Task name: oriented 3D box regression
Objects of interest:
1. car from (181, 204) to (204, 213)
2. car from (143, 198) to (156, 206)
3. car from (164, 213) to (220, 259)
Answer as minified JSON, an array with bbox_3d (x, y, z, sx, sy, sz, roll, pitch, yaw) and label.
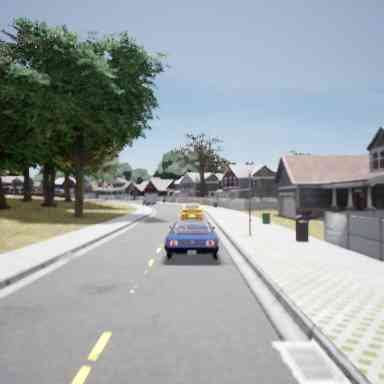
[{"bbox_3d":[0.019,1.751,29.210,1.882,1.535,5.008,0,0,0],"label":"car"},{"bbox_3d":[-8.241,1.923,64.466,1.837,1.490,4.892,1,0,-20],"label":"car"},{"bbox_3d":[0.017,1.740,13.235,1.895,1.301,4.718,0,-1,1],"label":"car"}]
